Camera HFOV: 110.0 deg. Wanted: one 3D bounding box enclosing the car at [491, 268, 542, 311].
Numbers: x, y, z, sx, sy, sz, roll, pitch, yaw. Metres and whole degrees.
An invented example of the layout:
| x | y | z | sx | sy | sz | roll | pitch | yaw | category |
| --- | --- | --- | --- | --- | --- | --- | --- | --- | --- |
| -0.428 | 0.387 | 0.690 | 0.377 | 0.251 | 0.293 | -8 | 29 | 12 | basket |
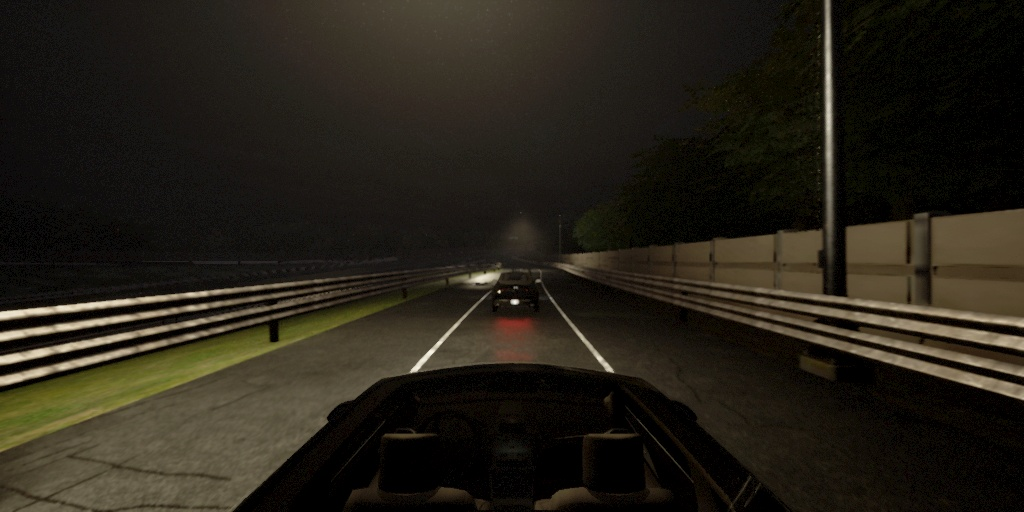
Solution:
| x | y | z | sx | sy | sz | roll | pitch | yaw | category |
| --- | --- | --- | --- | --- | --- | --- | --- | --- | --- |
| 0.191 | 1.401 | 15.284 | 1.837 | 1.490 | 4.892 | 0 | 0 | 2 | car |
